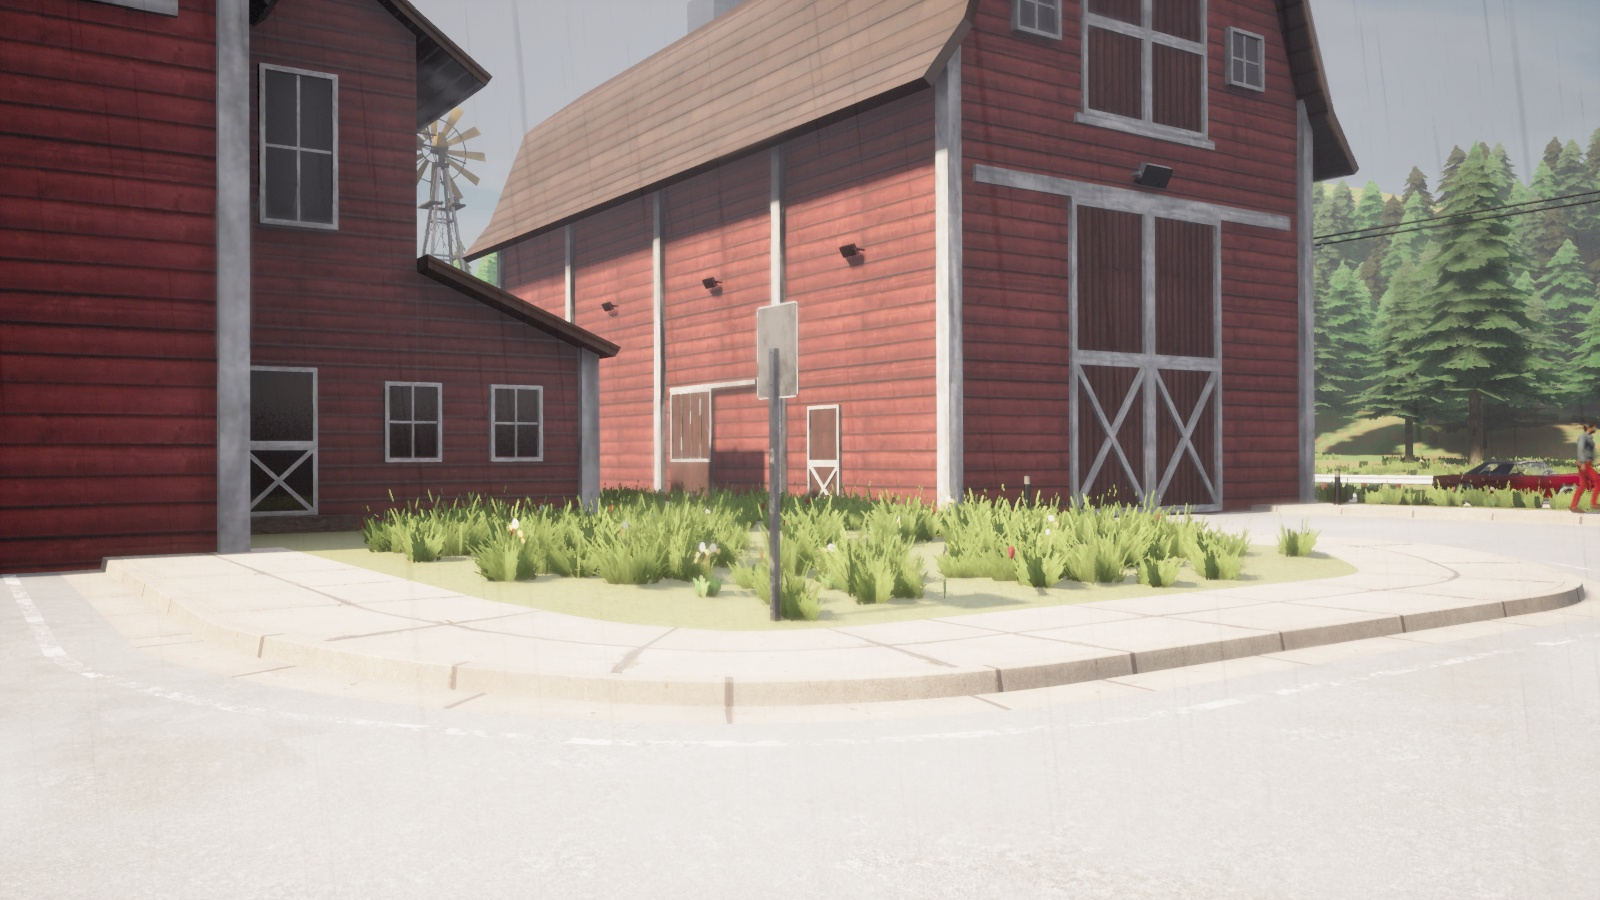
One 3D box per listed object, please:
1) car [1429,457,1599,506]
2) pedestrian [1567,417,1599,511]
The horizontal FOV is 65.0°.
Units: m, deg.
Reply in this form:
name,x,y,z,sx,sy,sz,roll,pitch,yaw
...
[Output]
name,x,y,z,sx,sy,sz,roll,pitch,yaw
car,20.995,0.865,36.269,1.895,1.301,4.718,0,0,-34
pedestrian,15.653,0.271,24.980,0.614,1.847,0.353,-1,0,37
